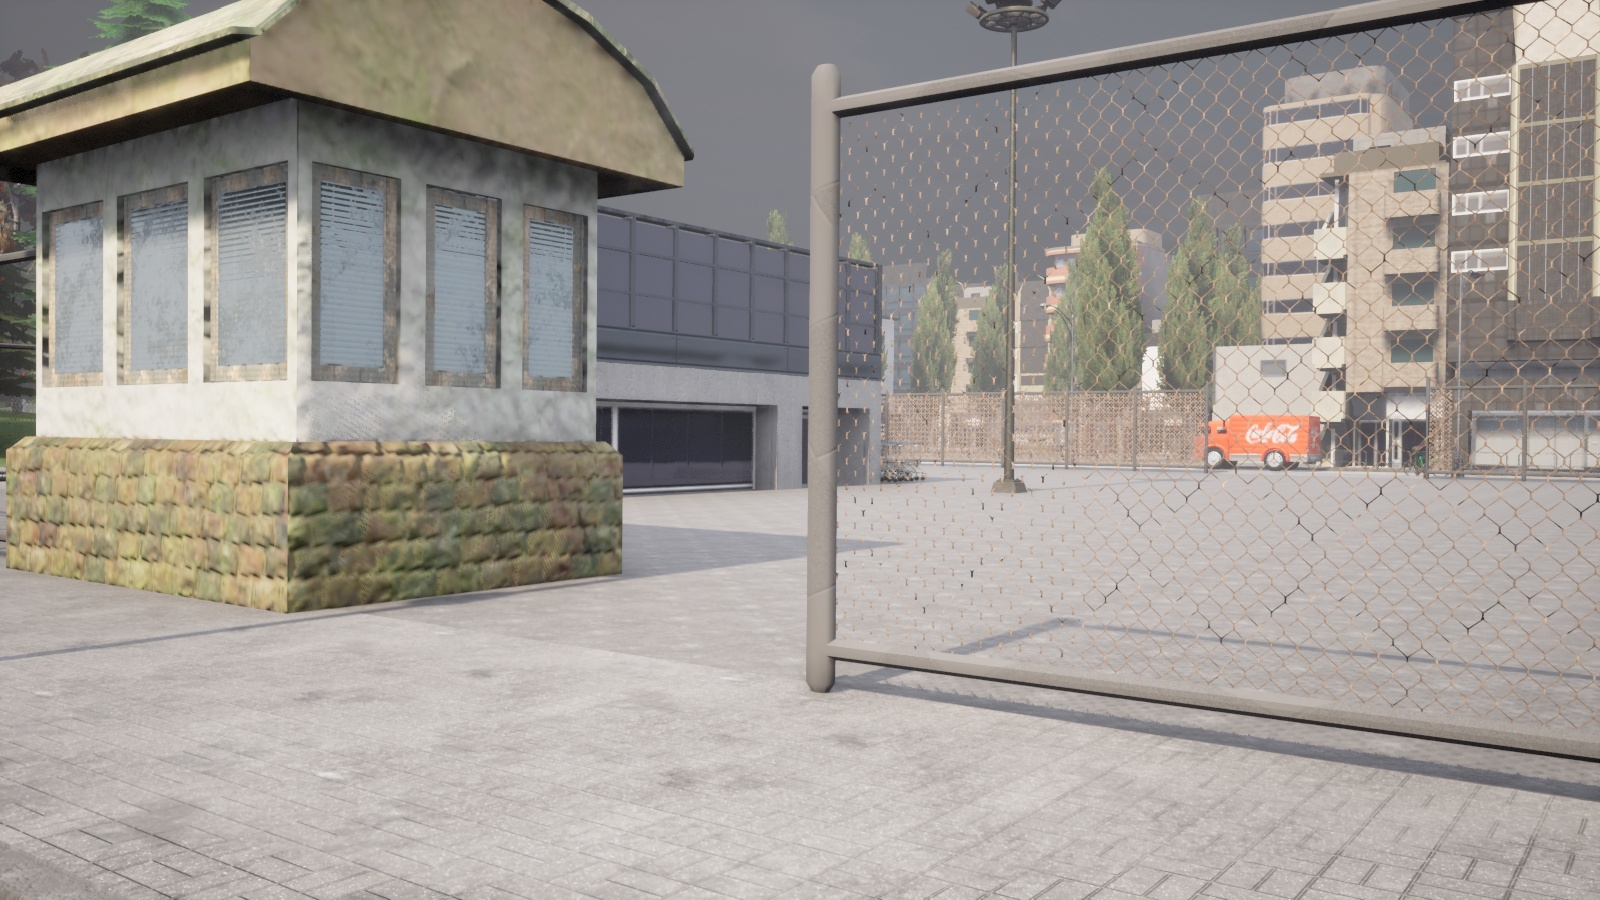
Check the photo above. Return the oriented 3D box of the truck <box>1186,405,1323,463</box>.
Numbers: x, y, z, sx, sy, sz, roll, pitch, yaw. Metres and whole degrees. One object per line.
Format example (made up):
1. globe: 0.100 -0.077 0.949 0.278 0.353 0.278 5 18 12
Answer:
1. truck: 20.209 -0.701 55.881 5.204 2.467 2.627 0 1 36

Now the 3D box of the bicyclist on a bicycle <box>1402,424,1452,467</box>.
1. bicyclist on a bicycle: 24.038 -0.191 48.156 1.656 1.620 0.582 0 1 36
